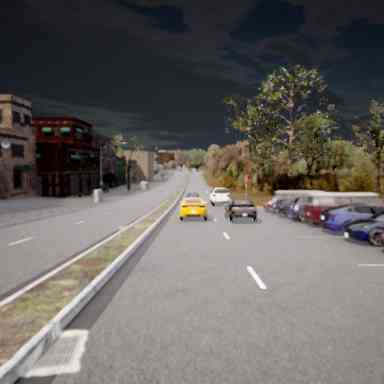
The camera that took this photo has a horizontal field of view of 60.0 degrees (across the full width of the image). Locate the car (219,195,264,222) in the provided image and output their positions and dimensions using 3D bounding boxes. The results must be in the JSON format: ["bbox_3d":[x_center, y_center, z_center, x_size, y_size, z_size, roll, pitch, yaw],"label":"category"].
[{"bbox_3d":[3.350,1.190,23.510,2.128,1.511,4.902,0,1,0],"label":"car"}]

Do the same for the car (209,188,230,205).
[{"bbox_3d":[3.356,0.504,40.288,2.150,2.045,5.566,0,2,0],"label":"car"}]

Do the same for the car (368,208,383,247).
[{"bbox_3d":[8.792,1.410,10.996,4.674,1.452,2.002,0,1,0],"label":"car"}]

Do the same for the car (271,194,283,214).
[{"bbox_3d":[8.786,1.156,24.769,4.892,1.521,2.231,0,1,0],"label":"car"}]

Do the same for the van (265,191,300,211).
[{"bbox_3d":[8.676,0.874,27.522,4.442,1.987,1.878,0,1,0],"label":"van"}]

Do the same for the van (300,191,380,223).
[{"bbox_3d":[8.908,1.026,19.254,4.442,1.987,1.878,0,1,0],"label":"van"}]

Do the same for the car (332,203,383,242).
[{"bbox_3d":[8.760,1.365,13.754,4.792,1.488,2.163,0,1,0],"label":"car"}]

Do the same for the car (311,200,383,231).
[{"bbox_3d":[8.820,1.323,16.506,4.792,1.488,2.163,0,1,0],"label":"car"}]

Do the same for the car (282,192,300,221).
[{"bbox_3d":[8.760,1.079,22.140,4.553,1.767,2.185,0,1,0],"label":"car"}]

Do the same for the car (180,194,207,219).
[{"bbox_3d":[0.102,1.147,25.038,1.882,1.535,5.008,0,1,0],"label":"car"}]
